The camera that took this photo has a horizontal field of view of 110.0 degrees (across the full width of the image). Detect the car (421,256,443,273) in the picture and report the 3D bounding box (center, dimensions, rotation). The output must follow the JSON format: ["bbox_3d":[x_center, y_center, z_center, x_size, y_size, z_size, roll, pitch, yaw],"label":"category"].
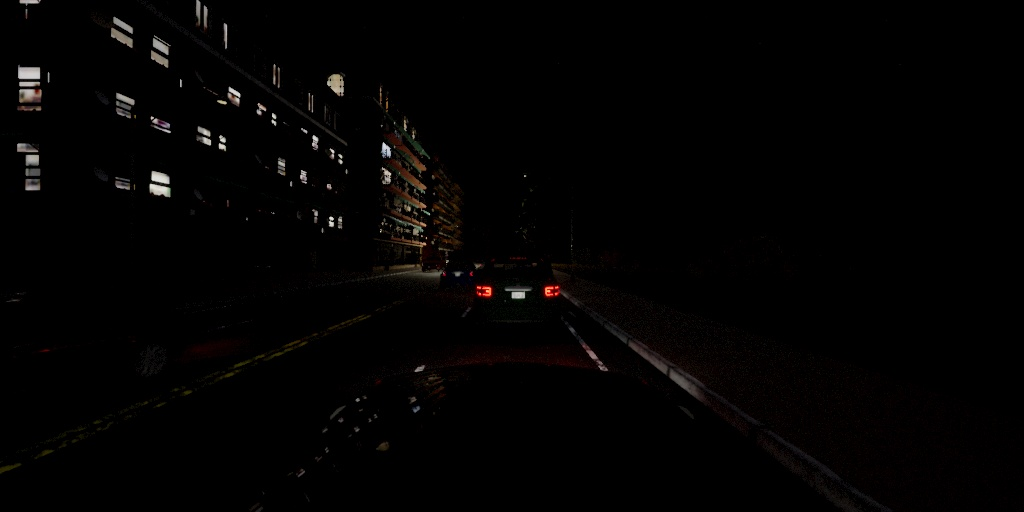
[{"bbox_3d":[-9.835,0.989,45.331,2.150,2.045,5.566,0,0,0],"label":"car"}]

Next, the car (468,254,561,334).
[{"bbox_3d":[0.104,0.976,10.750,2.150,2.045,5.566,0,0,-1],"label":"car"}]

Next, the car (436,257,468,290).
[{"bbox_3d":[-3.144,1.112,22.892,2.097,1.767,4.553,0,0,0],"label":"car"}]

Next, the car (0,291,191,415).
[{"bbox_3d":[-6.602,1.256,4.281,1.837,1.490,4.892,0,0,0],"label":"car"}]

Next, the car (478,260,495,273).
[{"bbox_3d":[-3.136,1.294,44.964,1.812,1.442,4.674,0,0,1],"label":"car"}]
